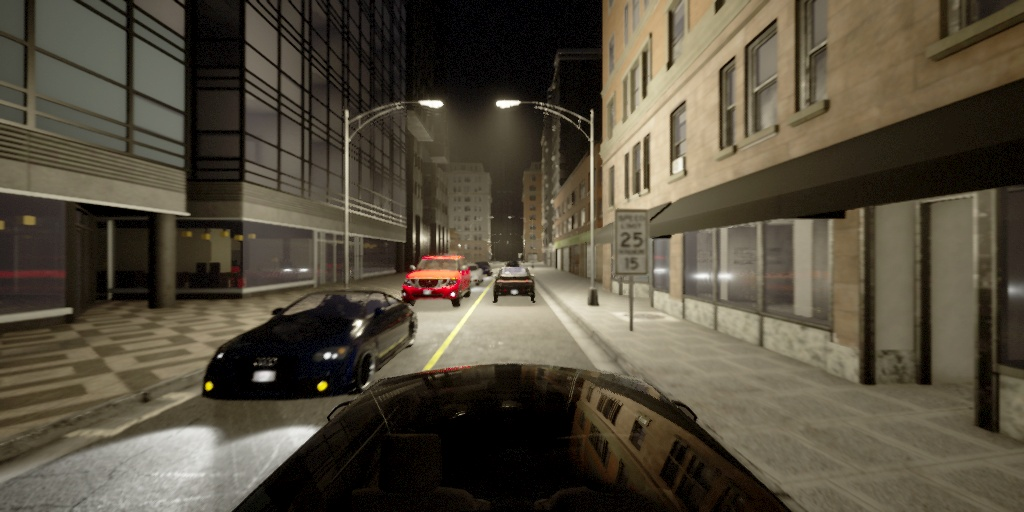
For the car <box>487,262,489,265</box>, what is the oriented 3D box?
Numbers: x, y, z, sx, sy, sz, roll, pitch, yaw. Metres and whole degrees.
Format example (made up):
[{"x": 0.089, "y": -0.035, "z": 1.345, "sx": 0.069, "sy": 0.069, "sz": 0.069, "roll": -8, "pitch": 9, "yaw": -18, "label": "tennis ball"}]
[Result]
[{"x": -3.040, "y": 1.294, "z": 36.071, "sx": 1.812, "sy": 1.442, "sz": 4.674, "roll": 0, "pitch": 0, "yaw": 0, "label": "car"}]

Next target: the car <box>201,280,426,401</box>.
[{"x": -3.098, "y": 1.316, "z": 6.468, "sx": 1.994, "sy": 1.385, "sz": 4.181, "roll": 0, "pitch": 0, "yaw": 0, "label": "car"}]

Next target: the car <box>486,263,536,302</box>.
[{"x": 0.099, "y": 1.248, "z": 17.035, "sx": 2.128, "sy": 1.511, "sz": 4.902, "roll": 0, "pitch": 0, "yaw": 0, "label": "car"}]

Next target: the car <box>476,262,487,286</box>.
[{"x": -3.099, "y": 1.288, "z": 25.783, "sx": 1.812, "sy": 1.442, "sz": 4.674, "roll": 0, "pitch": 0, "yaw": 0, "label": "car"}]

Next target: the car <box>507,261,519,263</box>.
[{"x": 0.092, "y": 1.295, "z": 40.496, "sx": 1.812, "sy": 1.442, "sz": 4.674, "roll": 0, "pitch": 0, "yaw": 0, "label": "car"}]

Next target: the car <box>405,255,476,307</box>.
[{"x": -3.093, "y": 0.978, "z": 15.888, "sx": 2.150, "sy": 2.045, "sz": 5.566, "roll": 0, "pitch": 0, "yaw": 0, "label": "car"}]
